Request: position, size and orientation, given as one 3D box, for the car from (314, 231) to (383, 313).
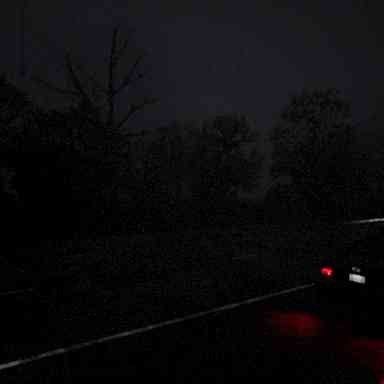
[{"bbox_3d":[4.921,1.558,7.263,5.357,1.411,2.033,0,0,-36],"label":"car"}]
